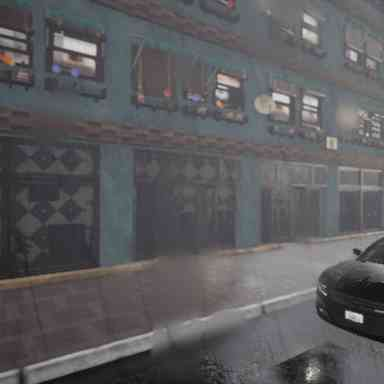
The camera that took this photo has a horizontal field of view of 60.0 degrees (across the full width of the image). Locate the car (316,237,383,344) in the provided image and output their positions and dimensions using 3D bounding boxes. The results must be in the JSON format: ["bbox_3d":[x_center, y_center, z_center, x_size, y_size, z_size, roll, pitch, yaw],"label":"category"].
[{"bbox_3d":[4.330,1.497,6.146,5.008,1.535,1.882,0,0,-35],"label":"car"}]
